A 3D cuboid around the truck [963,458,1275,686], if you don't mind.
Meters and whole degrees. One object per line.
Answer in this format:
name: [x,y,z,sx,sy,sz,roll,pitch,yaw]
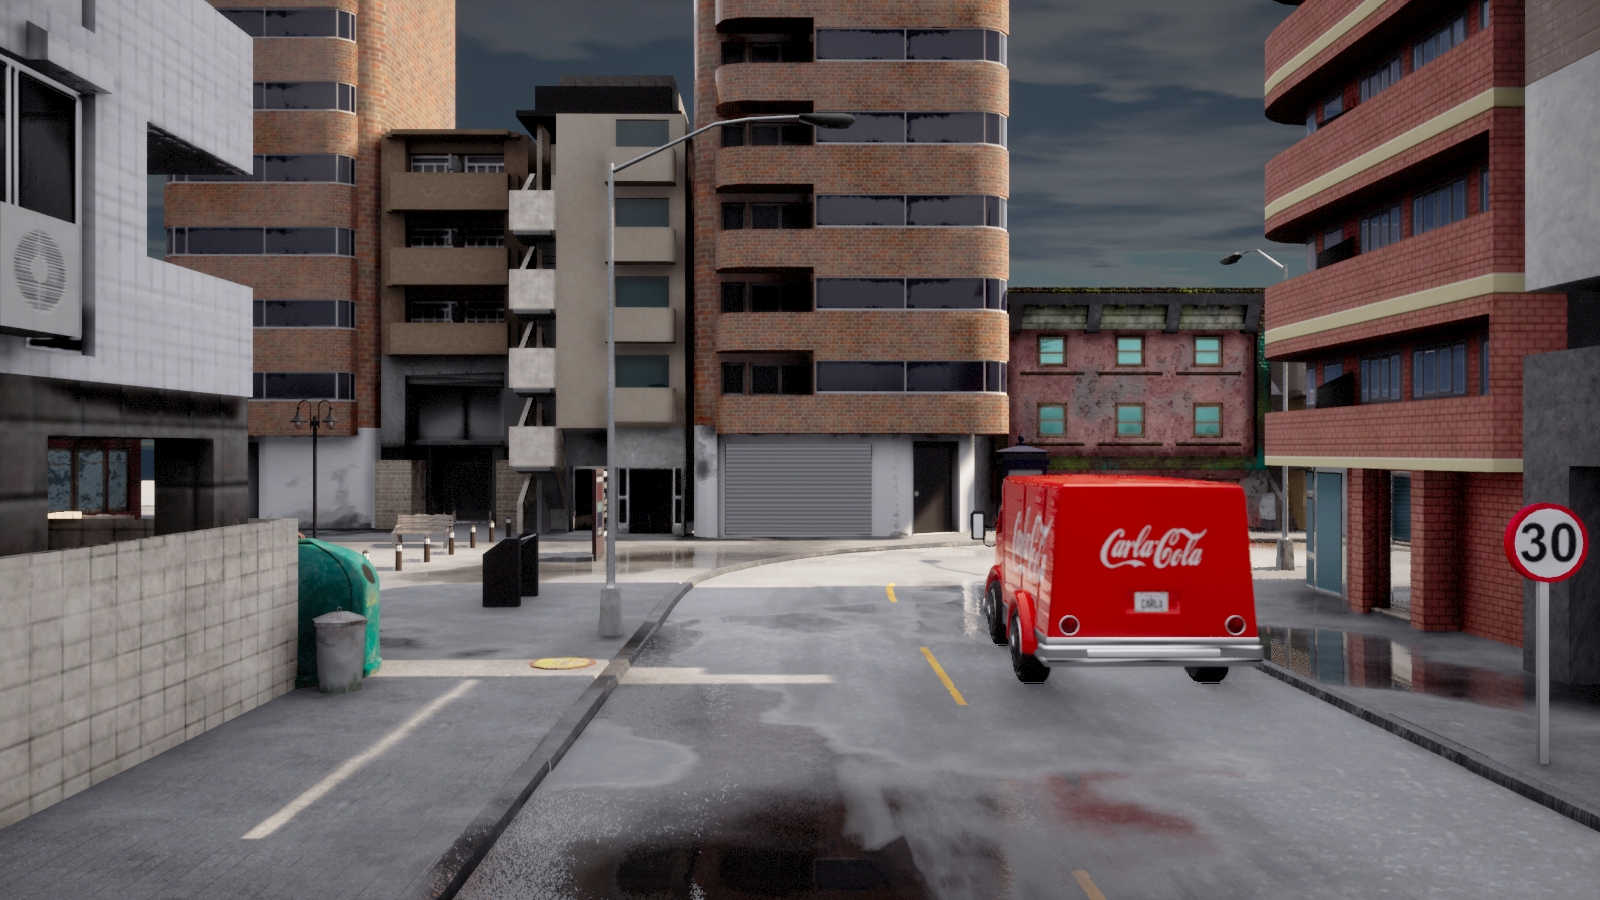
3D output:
truck: [3.848,1.351,15.051,2.627,2.467,5.204,0,0,0]
